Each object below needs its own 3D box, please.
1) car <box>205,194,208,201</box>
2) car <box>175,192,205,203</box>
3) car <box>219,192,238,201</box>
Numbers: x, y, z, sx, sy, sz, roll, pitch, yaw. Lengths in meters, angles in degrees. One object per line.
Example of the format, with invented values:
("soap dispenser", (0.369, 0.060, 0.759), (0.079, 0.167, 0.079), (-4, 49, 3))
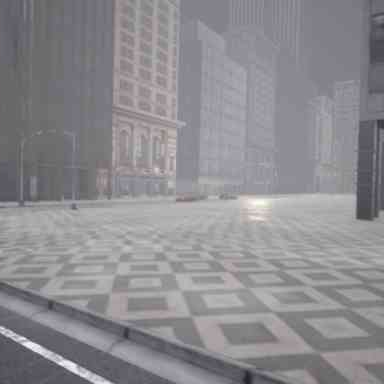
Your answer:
("car", (0.910, 0.778, 58.595), (2.128, 1.511, 4.902), (2, 2, 35))
("car", (-0.544, 1.012, 51.303), (1.895, 1.301, 4.718), (2, 2, 36))
("car", (6.725, 0.861, 61.627), (1.837, 1.490, 4.892), (2, 2, 35))
